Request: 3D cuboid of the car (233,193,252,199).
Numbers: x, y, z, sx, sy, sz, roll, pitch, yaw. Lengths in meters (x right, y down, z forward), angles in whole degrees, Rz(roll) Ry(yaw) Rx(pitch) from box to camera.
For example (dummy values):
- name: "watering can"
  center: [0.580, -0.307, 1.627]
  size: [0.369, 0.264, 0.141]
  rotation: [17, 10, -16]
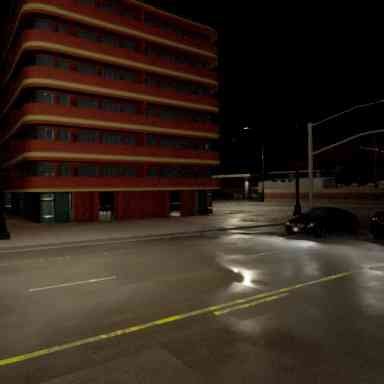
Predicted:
- name: "car"
  center: [12.907, 1.061, 81.965]
  size: [3.806, 1.475, 1.970]
  rotation: [-1, 1, -35]

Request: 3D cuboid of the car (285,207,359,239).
- name: "car"
  center: [6.934, 1.539, 17.456]
  size: [4.674, 1.442, 1.812]
  rotation: [0, 0, -35]

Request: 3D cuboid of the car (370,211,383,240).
- name: "car"
  center: [10.800, 1.222, 15.880]
  size: [5.566, 2.045, 2.150]
  rotation: [0, 0, -35]

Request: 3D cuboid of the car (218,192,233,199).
- name: "car"
  center: [8.936, 0.930, 86.187]
  size: [4.611, 1.667, 2.242]
  rotation: [-1, 1, -35]
